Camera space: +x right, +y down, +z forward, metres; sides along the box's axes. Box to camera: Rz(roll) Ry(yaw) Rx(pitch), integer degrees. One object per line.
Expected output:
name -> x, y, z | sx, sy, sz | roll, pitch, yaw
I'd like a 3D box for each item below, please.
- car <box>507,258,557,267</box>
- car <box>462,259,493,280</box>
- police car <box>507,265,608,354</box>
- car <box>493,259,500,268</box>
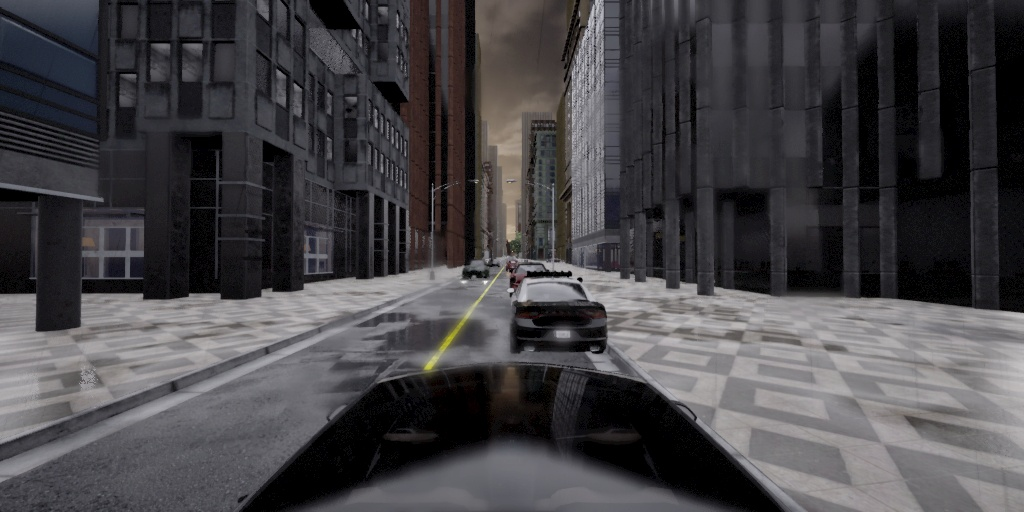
car -> 0.918, 1.100, 18.772 | 2.097, 1.767, 4.553 | 0, 0, 0
car -> -3.065, 1.096, 31.173 | 2.097, 1.767, 4.553 | 0, 0, 0
police car -> 0.907, 1.177, 8.911 | 1.930, 1.638, 5.238 | 0, 0, 0
car -> -2.932, 1.244, 58.548 | 1.837, 1.490, 4.892 | 0, 0, 0
